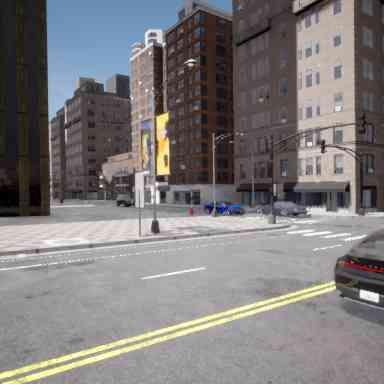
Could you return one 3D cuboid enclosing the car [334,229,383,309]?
[{"bbox_3d":[4.923,1.503,6.951,4.892,1.490,1.837,0,0,-36],"label":"car"}]

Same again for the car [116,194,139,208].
[{"bbox_3d":[-9.991,1.404,51.889,2.150,2.045,5.566,-1,1,-35],"label":"car"}]

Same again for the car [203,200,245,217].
[{"bbox_3d":[3.142,1.581,33.199,1.882,1.535,5.008,-1,1,-35],"label":"car"}]

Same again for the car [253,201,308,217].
[{"bbox_3d":[8.242,1.582,31.571,2.033,1.411,5.357,-1,1,-36],"label":"car"}]
